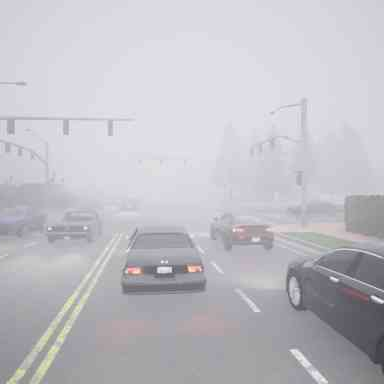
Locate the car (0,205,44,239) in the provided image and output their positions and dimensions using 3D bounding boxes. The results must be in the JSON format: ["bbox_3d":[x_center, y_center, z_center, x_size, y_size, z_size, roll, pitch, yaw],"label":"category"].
[{"bbox_3d":[-9.185,1.477,17.537,1.882,1.535,5.008,0,0,-7],"label":"car"}]

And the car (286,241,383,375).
[{"bbox_3d":[2.980,1.505,4.964,1.837,1.490,4.892,0,0,-5],"label":"car"}]

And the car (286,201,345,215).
[{"bbox_3d":[12.062,1.547,32.511,5.357,1.411,2.033,0,0,-5],"label":"car"}]

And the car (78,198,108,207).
[{"bbox_3d":[-12.127,1.564,40.158,1.994,1.385,4.181,0,0,6],"label":"car"}]

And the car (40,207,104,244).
[{"bbox_3d":[-5.467,1.601,16.012,1.895,1.301,4.718,0,0,-7],"label":"car"}]

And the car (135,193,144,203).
[{"bbox_3d":[-11.094,1.478,70.058,1.882,1.535,5.008,0,0,-6],"label":"car"}]

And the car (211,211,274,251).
[{"bbox_3d":[2.005,1.526,14.158,1.812,1.442,4.674,0,0,-7],"label":"car"}]

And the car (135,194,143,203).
[{"bbox_3d":[-9.650,1.525,56.055,1.812,1.442,4.674,0,0,-6],"label":"car"}]

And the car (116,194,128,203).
[{"bbox_3d":[-14.528,1.355,69.263,2.097,1.767,4.553,0,0,-6],"label":"car"}]

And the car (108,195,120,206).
[{"bbox_3d":[-12.977,1.491,54.259,2.128,1.511,4.902,0,0,-6],"label":"car"}]

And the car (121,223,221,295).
[{"bbox_3d":[-0.838,1.547,8.896,2.033,1.411,5.357,0,0,-7],"label":"car"}]

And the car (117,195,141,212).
[{"bbox_3d":[-7.492,1.492,39.513,2.128,1.511,4.902,0,0,-12],"label":"car"}]
